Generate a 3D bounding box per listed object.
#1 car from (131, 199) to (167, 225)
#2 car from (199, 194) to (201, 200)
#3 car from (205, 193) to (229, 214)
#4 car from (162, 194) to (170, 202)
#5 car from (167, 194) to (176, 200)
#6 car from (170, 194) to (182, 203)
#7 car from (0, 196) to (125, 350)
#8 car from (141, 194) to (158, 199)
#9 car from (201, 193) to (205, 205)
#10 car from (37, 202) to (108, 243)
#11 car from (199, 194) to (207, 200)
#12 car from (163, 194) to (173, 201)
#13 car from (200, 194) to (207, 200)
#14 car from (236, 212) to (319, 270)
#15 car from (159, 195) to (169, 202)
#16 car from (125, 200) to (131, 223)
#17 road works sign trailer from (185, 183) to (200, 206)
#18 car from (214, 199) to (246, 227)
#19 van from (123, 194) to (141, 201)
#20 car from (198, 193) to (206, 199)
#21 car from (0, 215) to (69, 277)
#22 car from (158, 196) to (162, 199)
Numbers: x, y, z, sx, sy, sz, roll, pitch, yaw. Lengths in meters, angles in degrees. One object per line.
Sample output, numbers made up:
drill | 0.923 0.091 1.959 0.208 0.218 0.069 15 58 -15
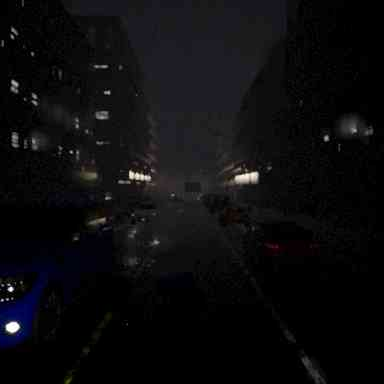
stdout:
car | -3.060 1.448 23.243 1.812 1.442 4.674 0 0 0
car | 2.772 1.133 55.501 2.192 1.841 5.009 -1 0 0
car | 2.734 1.206 33.093 2.192 1.841 5.009 -1 0 0
car | -5.595 1.381 61.147 1.802 1.307 4.206 -1 0 0
car | -5.547 1.260 89.157 2.008 1.369 4.403 -1 0 0
car | -2.904 1.335 64.609 2.033 1.411 5.357 0 0 1
car | -3.055 1.201 6.551 2.150 2.045 5.566 0 0 0
car | -5.627 1.186 38.738 2.192 1.841 5.009 -1 0 0
car | 2.753 1.169 44.297 2.192 1.841 5.009 -1 0 0
car | -5.641 1.385 16.330 1.967 1.590 4.097 -1 0 0
car | 2.833 1.277 89.114 1.947 1.339 4.313 -1 0 0
car | -5.566 1.296 77.953 2.008 1.369 4.403 -1 0 0
car | 2.823 1.253 83.681 1.752 1.417 4.829 -1 0 0
car | 2.699 1.547 10.686 1.802 1.307 4.206 -1 0 0
car | -5.586 1.363 66.749 1.802 1.307 4.206 -1 0 0
car | -5.630 1.477 21.932 2.008 1.369 4.403 -1 0 0
road works sign trailer | 0.090 0.299 50.148 2.380 3.560 2.880 0 0 1
car | 2.718 1.452 22.060 1.752 1.417 4.829 -1 0 0
van | -5.623 1.249 27.534 1.690 1.788 3.998 -1 0 0
car | 2.841 1.133 94.715 1.967 1.590 4.097 -1 0 0
car | -5.648 1.545 10.729 1.802 1.307 4.206 -1 0 0
car | -5.631 1.404 44.341 2.008 1.369 4.403 -1 0 0
